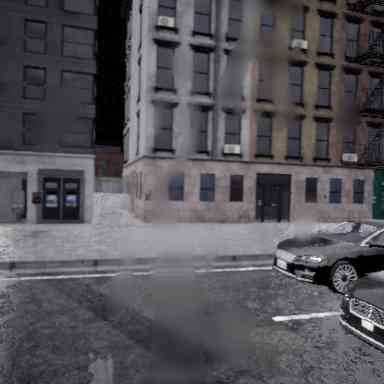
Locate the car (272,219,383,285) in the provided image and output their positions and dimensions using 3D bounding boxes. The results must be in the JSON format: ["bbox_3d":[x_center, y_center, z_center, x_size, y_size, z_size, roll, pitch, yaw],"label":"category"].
[{"bbox_3d":[4.429,1.448,8.306,4.902,1.511,2.128,1,1,-16],"label":"car"}]

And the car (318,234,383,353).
[{"bbox_3d":[4.614,1.534,4.977,4.892,1.490,1.837,1,1,-16],"label":"car"}]
